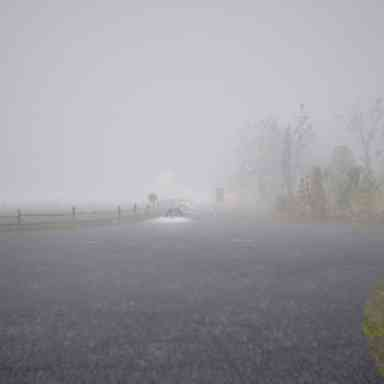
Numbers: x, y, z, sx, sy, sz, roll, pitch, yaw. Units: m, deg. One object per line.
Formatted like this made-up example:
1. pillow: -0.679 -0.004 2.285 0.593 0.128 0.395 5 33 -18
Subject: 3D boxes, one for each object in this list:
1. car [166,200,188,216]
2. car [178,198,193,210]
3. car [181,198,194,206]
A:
1. car: -1.751 1.839 36.067 1.895 1.301 4.718 0 0 2
2. car: -1.358 1.661 47.811 2.097 1.767 4.553 0 -1 2
3. car: -0.777 1.876 62.968 2.128 1.511 4.902 0 0 2
